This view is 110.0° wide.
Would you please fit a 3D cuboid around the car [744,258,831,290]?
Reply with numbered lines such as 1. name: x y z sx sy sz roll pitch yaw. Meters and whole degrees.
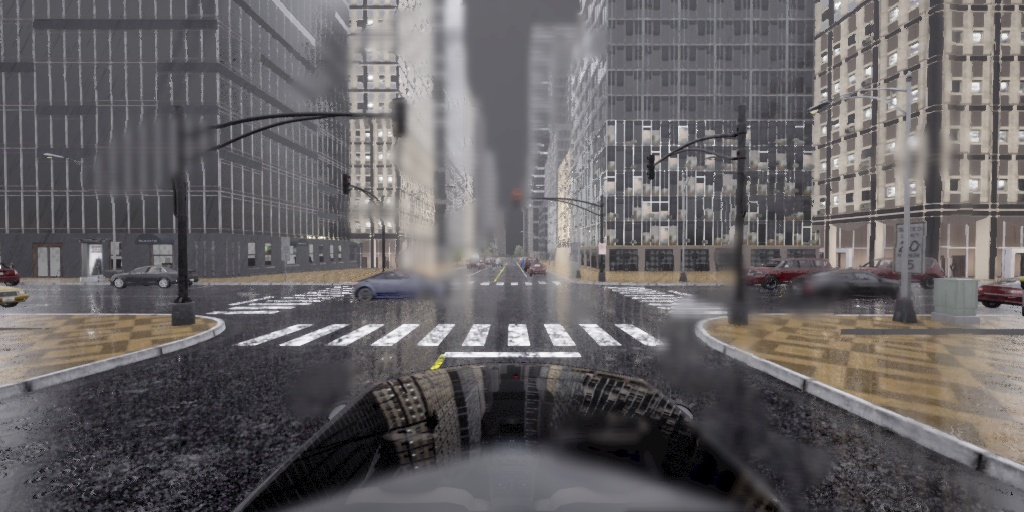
1. car: 16.570 1.024 21.645 5.009 1.841 2.192 0 0 0

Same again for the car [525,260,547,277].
1. car: 2.547 1.319 35.785 1.802 1.307 4.207 0 0 0

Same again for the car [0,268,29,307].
1. car: -21.256 1.301 13.437 4.829 1.417 1.751 0 0 0

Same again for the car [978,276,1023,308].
1. car: 20.186 1.417 13.513 4.207 1.307 1.802 0 0 0

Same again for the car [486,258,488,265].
1. car: -5.290 1.307 57.862 1.802 1.307 4.207 0 0 0

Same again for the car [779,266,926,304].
1. car: 15.195 1.315 16.188 4.674 1.442 1.812 0 1 0

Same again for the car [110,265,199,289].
1. car: -21.440 1.205 21.575 4.403 1.370 2.007 0 0 0

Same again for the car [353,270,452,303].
1. car: -4.853 1.311 16.162 4.181 1.385 1.994 0 0 0

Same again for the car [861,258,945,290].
1. car: 22.902 1.032 21.656 5.009 1.841 2.192 0 0 0

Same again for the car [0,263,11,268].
1. car: -32.556 1.078 21.484 4.097 1.591 1.967 0 0 0

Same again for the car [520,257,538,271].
1. car: 2.574 1.046 46.834 2.192 1.841 5.009 0 0 0

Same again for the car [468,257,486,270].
1. car: -5.292 1.168 52.338 1.967 1.591 4.097 0 0 0
